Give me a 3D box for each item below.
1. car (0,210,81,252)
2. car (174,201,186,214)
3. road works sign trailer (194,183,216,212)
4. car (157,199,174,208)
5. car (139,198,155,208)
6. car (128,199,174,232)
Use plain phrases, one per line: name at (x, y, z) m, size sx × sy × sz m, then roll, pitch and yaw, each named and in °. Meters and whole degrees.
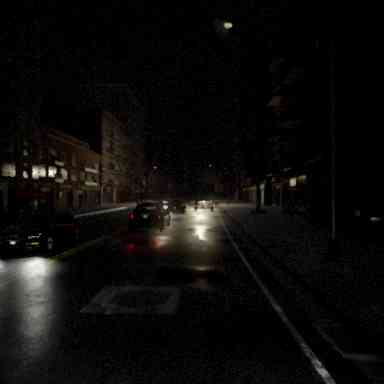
car at (-6.334, 1.582, 14.322) m, size 1.837 × 1.490 × 4.892 m, roll 0°, pitch 0°, yaw 2°
car at (-1.776, 1.782, 38.972) m, size 1.994 × 1.385 × 4.181 m, roll 0°, pitch 0°, yaw 3°
road works sign trailer at (1.506, 0.699, 41.626) m, size 2.380 × 3.560 × 2.880 m, roll 0°, pitch 0°, yaw 3°
car at (-4.379, 1.858, 55.489) m, size 2.033 × 1.411 × 5.357 m, roll 0°, pitch 0°, yaw 3°
car at (-7.606, 1.838, 56.051) m, size 1.812 × 1.442 × 4.674 m, roll 0°, pitch 0°, yaw 3°
car at (-2.609, 1.471, 21.387) m, size 2.097 × 1.767 × 4.553 m, roll 0°, pitch 0°, yaw 2°
